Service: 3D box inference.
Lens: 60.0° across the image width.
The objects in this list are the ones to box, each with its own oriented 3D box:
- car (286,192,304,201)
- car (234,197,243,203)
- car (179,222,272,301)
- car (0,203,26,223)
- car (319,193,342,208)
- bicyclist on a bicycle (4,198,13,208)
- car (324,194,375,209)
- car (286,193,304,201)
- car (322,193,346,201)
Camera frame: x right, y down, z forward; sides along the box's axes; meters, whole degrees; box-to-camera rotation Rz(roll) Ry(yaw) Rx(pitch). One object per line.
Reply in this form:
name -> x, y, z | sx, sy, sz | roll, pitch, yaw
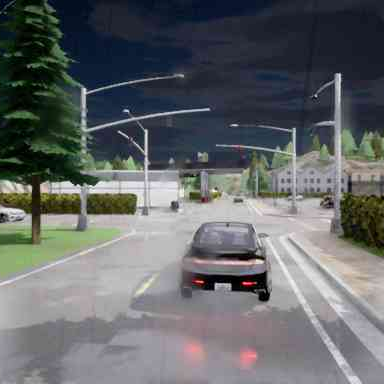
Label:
car -> 24.424, 1.058, 78.846 | 3.866, 1.878, 1.905 | 0, 0, 8
car -> 9.435, 1.584, 67.363 | 1.895, 1.301, 4.718 | 0, 0, 8
car -> 0.884, 1.489, 8.373 | 2.128, 1.511, 4.902 | 0, 0, 8
car -> -14.891, 1.520, 24.937 | 4.674, 1.442, 1.812 | 0, 0, 8
car -> 18.670, 1.320, 41.703 | 5.027, 1.636, 2.152 | 0, 0, 8
bicyclist on a bicycle -> -17.964, 1.446, 32.495 | 0.582, 1.620, 1.656 | 0, 0, 7
car -> 18.287, 1.330, 38.589 | 4.514, 1.523, 2.007 | 0, 0, 8
car -> 23.359, 1.342, 75.638 | 3.806, 1.475, 1.970 | 0, 0, 8
car -> 31.762, 1.079, 74.502 | 4.605, 1.855, 1.932 | 0, 0, 8
